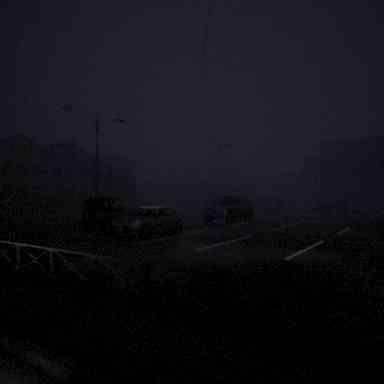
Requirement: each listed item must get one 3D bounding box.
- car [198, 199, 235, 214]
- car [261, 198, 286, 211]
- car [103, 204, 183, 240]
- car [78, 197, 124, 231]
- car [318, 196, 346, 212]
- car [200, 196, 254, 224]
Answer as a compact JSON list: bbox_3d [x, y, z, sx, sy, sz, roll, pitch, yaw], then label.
[{"bbox_3d":[2.731,1.507,35.862,2.007,1.523,4.514,-1,0,35],"label":"car"},{"bbox_3d":[9.783,1.401,39.517,1.970,1.475,3.806,-1,0,35],"label":"car"},{"bbox_3d":[-2.210,1.490,16.726,1.970,1.475,3.806,-1,0,35],"label":"car"},{"bbox_3d":[-4.579,1.244,19.142,1.905,1.878,3.866,-1,0,35],"label":"car"},{"bbox_3d":[15.215,1.249,36.087,2.152,1.636,5.027,-1,0,35],"label":"car"},{"bbox_3d":[2.639,1.228,23.682,1.932,1.855,4.605,-1,0,35],"label":"car"}]
